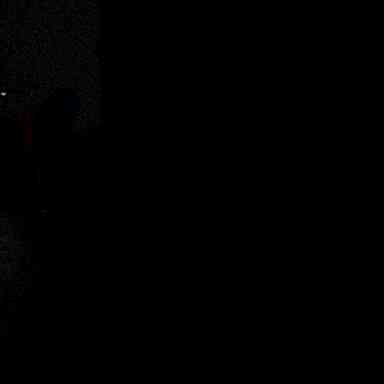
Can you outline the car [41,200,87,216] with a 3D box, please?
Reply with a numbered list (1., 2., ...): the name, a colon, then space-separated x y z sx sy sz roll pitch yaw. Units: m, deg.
1. car: -13.426 1.619 35.177 2.128 1.511 4.902 -2 -1 35
